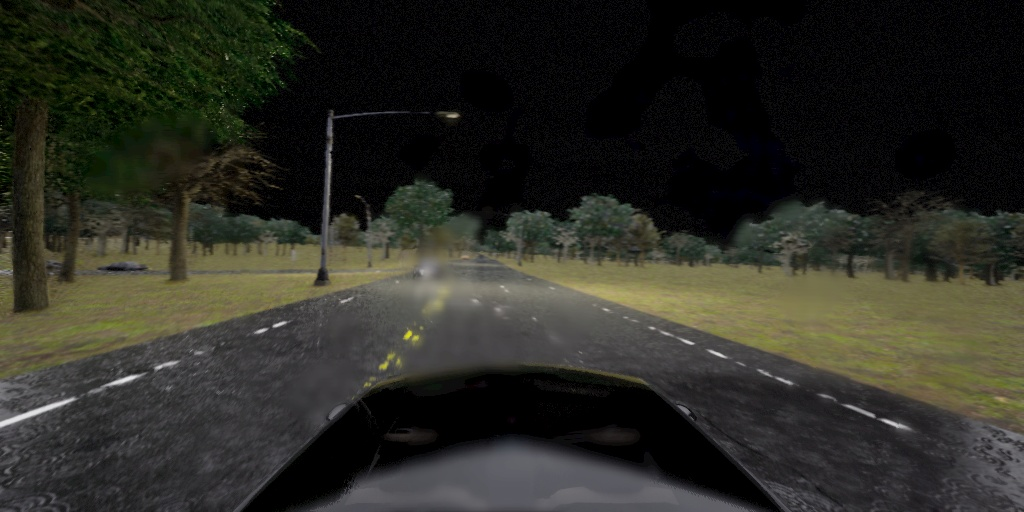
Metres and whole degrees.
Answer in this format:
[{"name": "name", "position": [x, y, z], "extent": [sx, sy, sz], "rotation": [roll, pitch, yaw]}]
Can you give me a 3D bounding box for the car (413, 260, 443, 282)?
[{"name": "car", "position": [-6.312, 1.047, 27.498], "extent": [2.128, 1.511, 4.902], "rotation": [3, 0, -7]}]
